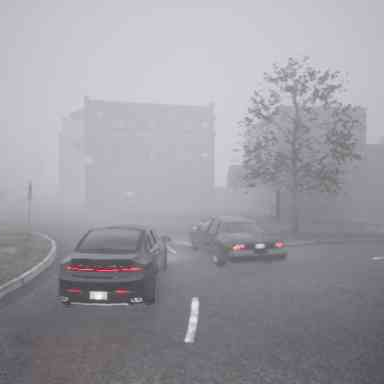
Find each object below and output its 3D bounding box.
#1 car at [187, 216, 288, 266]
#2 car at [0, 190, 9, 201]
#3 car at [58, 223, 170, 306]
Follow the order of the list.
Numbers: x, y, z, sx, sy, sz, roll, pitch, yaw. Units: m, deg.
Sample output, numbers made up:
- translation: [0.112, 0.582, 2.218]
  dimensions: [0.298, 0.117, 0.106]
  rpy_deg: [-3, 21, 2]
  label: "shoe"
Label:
- translation: [1.270, 1.553, 11.650]
  dimensions: [2.033, 1.411, 5.357]
  rpy_deg: [0, 0, -14]
  label: "car"
- translation: [-28.668, 0.483, 49.082]
  dimensions: [2.033, 1.411, 5.357]
  rpy_deg: [0, 5, -15]
  label: "car"
- translation: [-1.659, 1.530, 8.137]
  dimensions: [1.837, 1.490, 4.892]
  rpy_deg: [1, 0, -1]
  label: "car"
